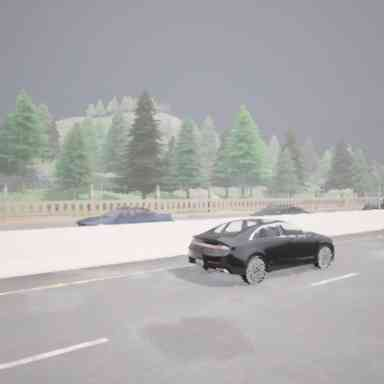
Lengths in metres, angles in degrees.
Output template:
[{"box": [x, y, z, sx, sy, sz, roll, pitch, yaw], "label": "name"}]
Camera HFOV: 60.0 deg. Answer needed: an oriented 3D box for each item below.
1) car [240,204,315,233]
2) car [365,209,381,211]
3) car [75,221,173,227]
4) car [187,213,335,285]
[{"box": [5.406, 1.561, 20.744, 4.892, 1.490, 1.837, 0, 0, -35], "label": "car"}, {"box": [23.843, 1.678, 42.446, 4.674, 1.442, 1.812, 1, 0, -35], "label": "car"}, {"box": [-3.629, 1.573, 18.600, 5.357, 1.411, 2.033, 0, 0, -35], "label": "car"}, {"box": [2.158, 1.516, 9.574, 4.902, 1.511, 2.128, 0, 0, -36], "label": "car"}]
